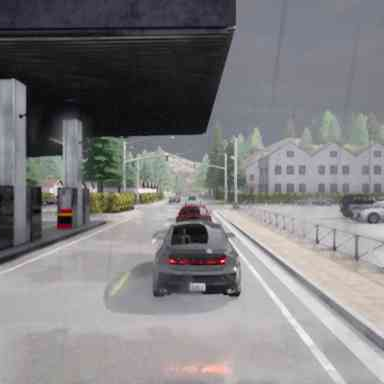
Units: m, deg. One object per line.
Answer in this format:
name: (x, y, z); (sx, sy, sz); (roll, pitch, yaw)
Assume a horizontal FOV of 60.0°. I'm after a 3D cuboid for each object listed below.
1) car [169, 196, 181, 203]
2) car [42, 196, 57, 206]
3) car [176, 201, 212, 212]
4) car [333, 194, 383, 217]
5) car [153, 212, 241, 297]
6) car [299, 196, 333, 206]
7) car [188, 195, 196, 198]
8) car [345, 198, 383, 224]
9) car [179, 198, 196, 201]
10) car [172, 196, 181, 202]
car: (-3.480, 1.526, 65.567); (1.994, 1.385, 4.181); (0, 0, 0)
car: (-19.441, 1.289, 47.914); (4.902, 1.511, 2.128); (1, 0, 0)
car: (0.104, 1.467, 18.040); (1.882, 1.535, 5.008); (0, 0, 0)
car: (13.283, 1.062, 25.388); (3.866, 1.878, 1.905); (0, 0, 0)
car: (0.101, 1.500, 8.545); (1.837, 1.490, 4.892); (0, 0, 0)
car: (17.975, 1.272, 48.028); (4.902, 1.511, 2.128); (0, 0, 0)
car: (0.024, 1.454, 78.873); (1.837, 1.490, 4.892); (0, 0, 0)
car: (12.691, 1.348, 22.060); (3.806, 1.475, 1.970); (0, 0, 0)
car: (0.105, 1.489, 27.534); (1.837, 1.490, 4.892); (0, 0, 0)
car: (-3.477, 1.551, 75.562); (1.895, 1.301, 4.718); (0, 0, 0)
